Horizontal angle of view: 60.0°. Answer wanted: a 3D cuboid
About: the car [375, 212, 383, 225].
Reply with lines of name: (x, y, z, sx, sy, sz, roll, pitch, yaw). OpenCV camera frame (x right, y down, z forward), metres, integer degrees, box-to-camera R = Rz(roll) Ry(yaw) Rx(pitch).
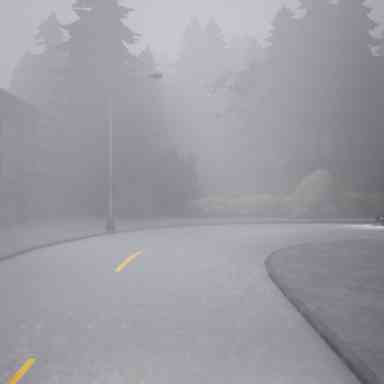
car: (13.884, 1.478, 20.855, 4.181, 1.385, 1.994, 0, 0, -1)
